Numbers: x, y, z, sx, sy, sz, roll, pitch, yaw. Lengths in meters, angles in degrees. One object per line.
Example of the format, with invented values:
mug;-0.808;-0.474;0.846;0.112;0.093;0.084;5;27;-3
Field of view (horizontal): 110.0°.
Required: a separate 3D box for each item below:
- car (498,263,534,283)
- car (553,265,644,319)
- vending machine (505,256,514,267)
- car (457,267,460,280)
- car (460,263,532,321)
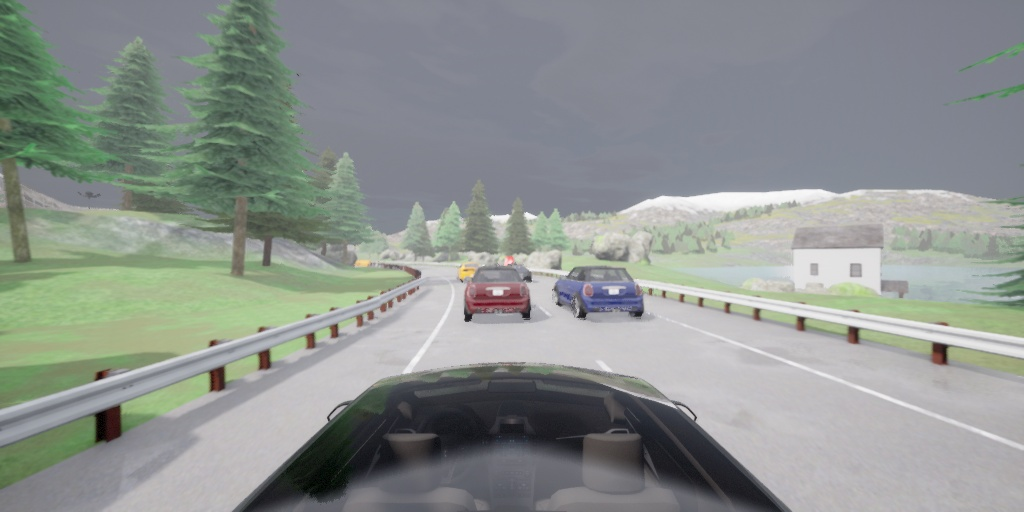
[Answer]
car;0.229;1.344;29.183;1.994;1.385;4.181;0;0;-13
car;2.890;1.100;12.951;2.097;1.767;4.553;0;0;-5
vending machine;-0.329;0.998;47.495;1.100;2.100;0.880;0;0;-21
car;-3.475;1.275;29.639;1.882;1.535;5.008;0;0;-13
car;-0.615;1.116;12.836;2.097;1.767;4.553;0;0;-5
